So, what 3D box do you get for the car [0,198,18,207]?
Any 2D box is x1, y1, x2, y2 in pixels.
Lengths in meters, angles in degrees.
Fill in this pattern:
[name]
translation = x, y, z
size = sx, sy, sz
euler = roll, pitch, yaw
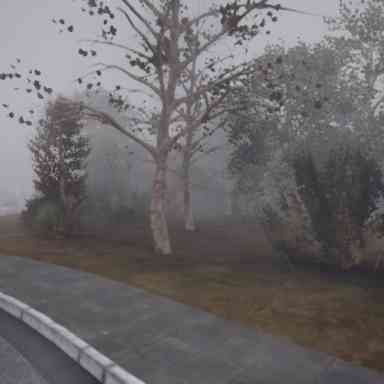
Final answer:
[car]
translation = -30.034, 1.712, 54.112
size = 2.128, 1.511, 4.902
euler = 0, -2, -6
